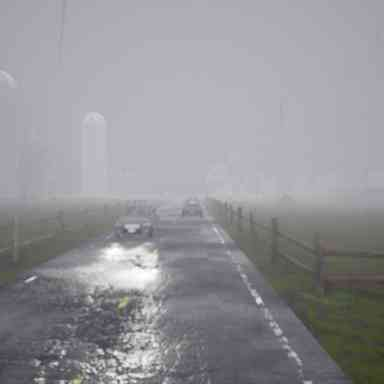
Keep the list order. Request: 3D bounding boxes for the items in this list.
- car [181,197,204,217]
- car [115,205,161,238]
[{"bbox_3d":[0.022,1.458,30.419,2.128,1.511,4.902,0,0,0],"label":"car"},{"bbox_3d":[-2.743,1.480,17.576,2.128,1.511,4.902,0,0,0],"label":"car"}]
